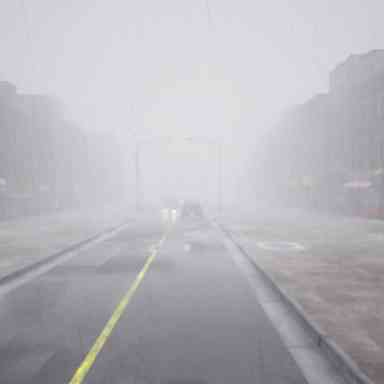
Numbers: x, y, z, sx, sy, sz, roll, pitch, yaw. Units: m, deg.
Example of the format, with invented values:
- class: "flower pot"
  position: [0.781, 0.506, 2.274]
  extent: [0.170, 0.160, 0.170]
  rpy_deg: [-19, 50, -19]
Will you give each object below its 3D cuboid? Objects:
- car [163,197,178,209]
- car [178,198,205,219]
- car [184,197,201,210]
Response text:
- class: "car"
  position: [-2.745, 1.411, 44.378]
  extent: [2.128, 1.511, 4.902]
  rpy_deg: [0, 0, 0]
- class: "car"
  position: [0.023, 1.467, 28.370]
  extent: [1.837, 1.490, 4.892]
  rpy_deg: [0, 0, 0]
- class: "car"
  position: [0.071, 1.469, 43.614]
  extent: [2.033, 1.411, 5.357]
  rpy_deg: [0, 0, 0]
